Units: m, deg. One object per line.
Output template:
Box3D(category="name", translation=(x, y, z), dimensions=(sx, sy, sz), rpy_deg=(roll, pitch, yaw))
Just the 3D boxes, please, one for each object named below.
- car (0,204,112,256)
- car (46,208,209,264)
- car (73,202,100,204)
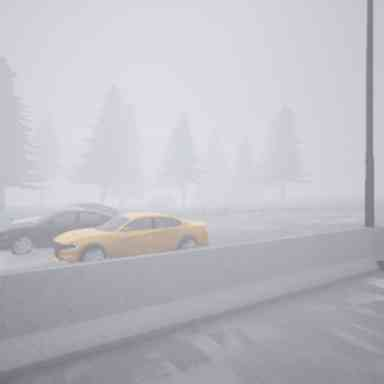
Box3D(category="car", translation=(-4.918, 1.408, 12.984), dimensions=(5.008, 1.535, 1.882), rpy_deg=(0, 0, -32))
Box3D(category="car", translation=(-1.810, 1.415, 10.814), dimensions=(5.008, 1.535, 1.882), rpy_deg=(0, 0, -31))
Box3D(category="car", translation=(-6.194, 1.439, 16.301), dimensions=(4.674, 1.442, 1.812), rpy_deg=(0, 0, -32))
